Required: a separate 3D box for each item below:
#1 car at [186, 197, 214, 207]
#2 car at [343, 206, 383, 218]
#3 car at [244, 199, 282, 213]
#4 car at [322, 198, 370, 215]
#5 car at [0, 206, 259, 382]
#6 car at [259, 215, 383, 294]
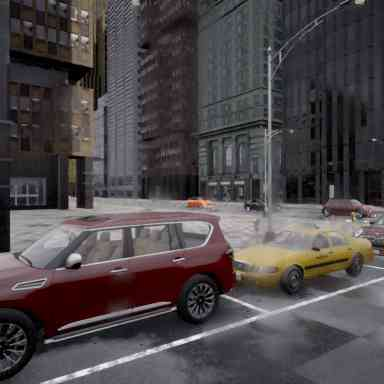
[{"bbox_3d":[1.181,1.464,47.691,2.097,1.767,4.553,0,0,-36],"label":"car"},{"bbox_3d":[7.632,1.439,12.099,4.097,1.590,1.967,0,0,-36],"label":"car"},{"bbox_3d":[8.050,1.582,38.034,1.837,1.490,4.892,0,0,-35],"label":"car"},{"bbox_3d":[14.027,1.398,29.646,2.097,1.767,4.553,0,0,-35],"label":"car"},{"bbox_3d":[-1.489,1.315,5.592,5.009,1.841,2.192,0,0,-36],"label":"car"},{"bbox_3d":[2.934,1.525,8.746,4.829,1.417,1.752,0,0,-36],"label":"car"}]
